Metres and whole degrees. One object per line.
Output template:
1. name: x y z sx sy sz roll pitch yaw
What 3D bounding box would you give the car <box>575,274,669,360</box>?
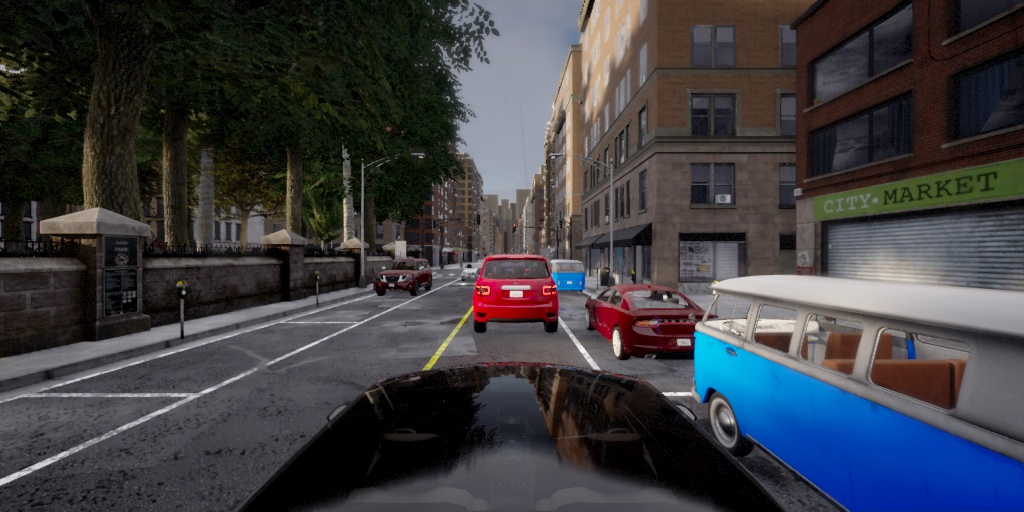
1. car: 2.850 1.294 8.173 1.888 1.381 4.507 0 0 0

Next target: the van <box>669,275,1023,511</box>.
1. van: 2.856 1.091 2.512 1.690 1.789 3.998 0 0 0

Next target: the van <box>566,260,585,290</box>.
1. van: 2.839 1.085 19.494 1.690 1.789 3.998 0 0 0

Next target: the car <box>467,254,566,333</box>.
1. car: 0.088 0.970 10.929 2.150 2.045 5.566 0 0 0

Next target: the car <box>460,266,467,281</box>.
1. car: -3.028 1.298 29.946 1.812 1.442 4.674 0 0 0

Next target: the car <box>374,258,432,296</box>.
1. car: -5.685 1.059 19.446 2.192 1.841 5.009 0 0 0
